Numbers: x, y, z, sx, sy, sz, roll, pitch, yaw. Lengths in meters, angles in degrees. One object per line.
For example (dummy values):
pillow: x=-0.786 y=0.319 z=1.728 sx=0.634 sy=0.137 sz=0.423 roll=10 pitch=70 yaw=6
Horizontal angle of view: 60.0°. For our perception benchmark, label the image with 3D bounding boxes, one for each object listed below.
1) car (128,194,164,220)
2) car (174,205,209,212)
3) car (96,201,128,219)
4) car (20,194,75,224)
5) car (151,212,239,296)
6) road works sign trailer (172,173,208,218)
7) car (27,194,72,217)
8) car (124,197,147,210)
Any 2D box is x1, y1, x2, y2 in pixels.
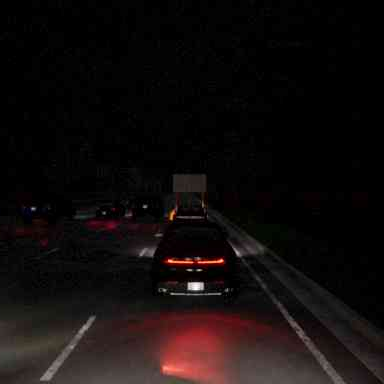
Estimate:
car: x=-3.594 y=1.222 z=27.910 sx=2.150 sy=2.045 sz=5.566 roll=0 pitch=0 yaw=0
car: x=-0.045 y=1.489 z=18.988 sx=2.128 sy=1.511 sz=4.902 roll=1 pitch=0 yaw=1
car: x=-7.105 y=1.527 z=29.176 sx=1.812 sy=1.442 sz=4.674 roll=0 pitch=0 yaw=0
car: x=-10.569 y=1.222 z=24.797 sx=2.150 sy=2.045 sz=5.566 roll=0 pitch=0 yaw=0
car: x=0.054 y=1.505 z=8.602 sx=1.837 sy=1.490 sz=4.892 roll=0 pitch=0 yaw=0
road works sign trailer: x=-0.169 y=0.465 z=22.858 sx=2.380 sy=3.560 sz=2.880 roll=0 pitch=0 yaw=-3
car: x=-14.139 y=1.224 z=33.338 sx=2.150 sy=2.045 sz=5.566 roll=0 pitch=0 yaw=0
car: x=-7.216 y=1.493 z=42.981 sx=2.128 sy=1.511 sz=4.902 roll=0 pitch=0 yaw=0
